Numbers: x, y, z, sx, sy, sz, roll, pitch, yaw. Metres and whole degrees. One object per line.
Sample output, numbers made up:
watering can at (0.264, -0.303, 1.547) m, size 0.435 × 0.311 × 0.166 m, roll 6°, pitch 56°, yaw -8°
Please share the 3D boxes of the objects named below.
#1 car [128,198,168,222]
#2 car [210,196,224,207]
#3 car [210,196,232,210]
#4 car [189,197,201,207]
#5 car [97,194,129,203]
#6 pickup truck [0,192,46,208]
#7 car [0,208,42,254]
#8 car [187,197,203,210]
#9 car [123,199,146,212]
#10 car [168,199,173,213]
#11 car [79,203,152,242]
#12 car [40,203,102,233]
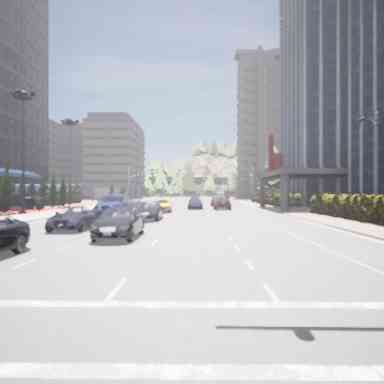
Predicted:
car at (-3.378, 1.492, 26.550) m, size 2.128 × 1.511 × 4.902 m, roll 0°, pitch 0°, yaw 1°
car at (3.932, 1.479, 52.917) m, size 1.882 × 1.535 × 5.008 m, roll 0°, pitch 0°, yaw 1°
car at (3.835, 1.353, 42.636) m, size 2.097 × 1.767 × 4.553 m, roll 0°, pitch 0°, yaw 1°
car at (0.432, 1.506, 52.898) m, size 1.837 × 1.490 × 4.892 m, roll 0°, pitch 0°, yaw 1°
car at (-6.833, 1.222, 29.111) m, size 2.150 × 2.045 × 5.566 m, roll 0°, pitch 0°, yaw 1°
pickup truck at (-19.834, 1.059, 37.786) m, size 2.390 × 2.098 × 6.274 m, roll 0°, pitch 0°, yaw 31°
car at (-7.122, 1.492, 10.719) m, size 2.128 × 1.511 × 4.902 m, roll 0°, pitch 0°, yaw 3°
car at (0.434, 1.565, 43.038) m, size 1.994 × 1.385 × 4.181 m, roll 0°, pitch 0°, yaw 1°
car at (-6.699, 1.565, 39.094) m, size 1.994 × 1.385 × 4.181 m, roll 0°, pitch 0°, yaw 1°
car at (-3.220, 1.479, 36.859) m, size 1.882 × 1.535 × 5.008 m, roll 0°, pitch 0°, yaw 1°
car at (-3.506, 1.492, 16.295) m, size 2.128 × 1.511 × 4.902 m, roll 0°, pitch 0°, yaw 1°
car at (-6.970, 1.564, 19.629) m, size 1.994 × 1.385 × 4.181 m, roll 0°, pitch 0°, yaw 0°
